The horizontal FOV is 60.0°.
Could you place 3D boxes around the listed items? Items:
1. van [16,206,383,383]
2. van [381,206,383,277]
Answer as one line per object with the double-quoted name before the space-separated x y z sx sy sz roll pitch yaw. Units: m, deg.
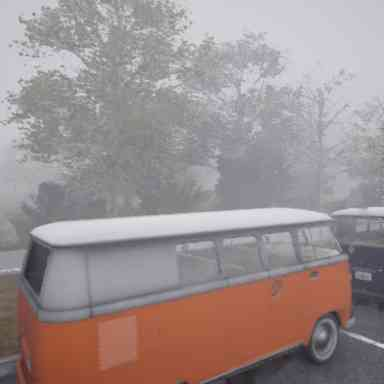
"van" 0.293 1.248 4.273 4.442 1.987 1.878 -1 -1 -34
"van" 4.974 1.257 7.331 4.442 1.987 1.878 -1 -1 -33
